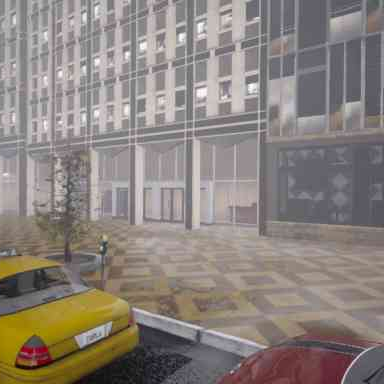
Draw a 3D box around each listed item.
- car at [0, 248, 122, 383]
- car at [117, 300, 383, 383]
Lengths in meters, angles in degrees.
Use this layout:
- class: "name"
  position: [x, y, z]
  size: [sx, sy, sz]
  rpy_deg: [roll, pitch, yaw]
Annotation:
- class: "car"
  position: [-2.944, 1.524, 4.967]
  size: [4.829, 1.417, 1.752]
  rpy_deg: [0, 1, 36]
- class: "car"
  position: [1.820, 1.440, 1.566]
  size: [4.097, 1.590, 1.967]
  rpy_deg: [0, 1, 36]
